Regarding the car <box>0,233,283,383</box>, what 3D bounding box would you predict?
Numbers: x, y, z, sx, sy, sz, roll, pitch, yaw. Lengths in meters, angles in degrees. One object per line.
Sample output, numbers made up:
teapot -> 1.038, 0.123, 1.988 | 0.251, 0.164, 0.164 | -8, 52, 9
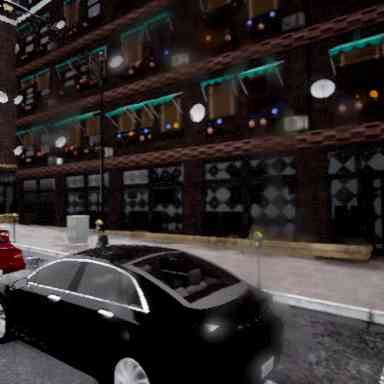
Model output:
car -> -1.181, 1.542, 4.843 | 4.892, 1.490, 1.837 | 0, -1, 36

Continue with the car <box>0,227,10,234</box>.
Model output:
car -> -6.006, 1.572, 8.412 | 4.674, 1.442, 1.812 | 0, -1, 36
